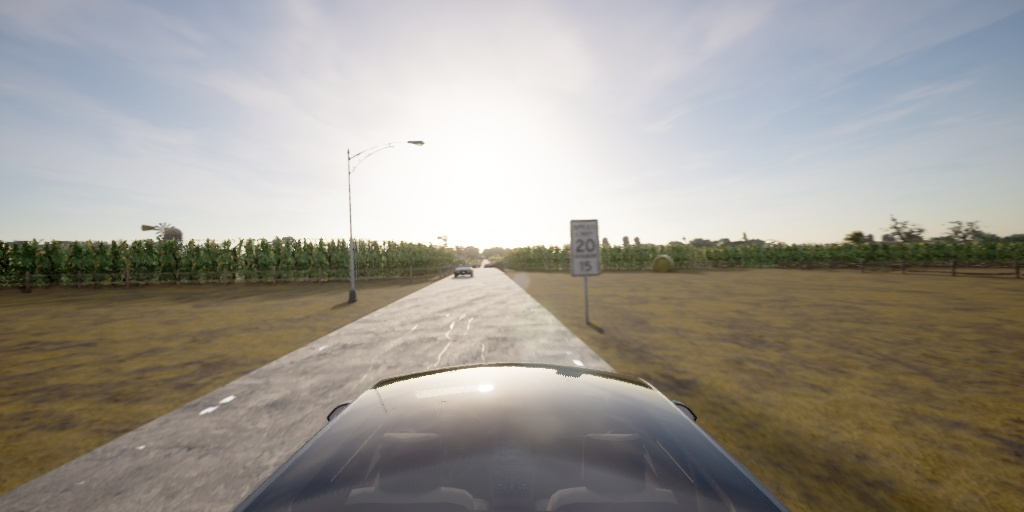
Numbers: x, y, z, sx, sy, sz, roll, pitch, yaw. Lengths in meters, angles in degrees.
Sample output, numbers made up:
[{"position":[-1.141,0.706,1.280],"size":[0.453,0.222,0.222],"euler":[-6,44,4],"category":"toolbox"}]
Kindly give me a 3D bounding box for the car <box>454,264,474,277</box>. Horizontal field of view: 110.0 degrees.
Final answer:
[{"position":[-5.301,1.608,40.158],"size":[1.994,1.385,4.181],"euler":[-2,0,-4],"category":"car"}]
